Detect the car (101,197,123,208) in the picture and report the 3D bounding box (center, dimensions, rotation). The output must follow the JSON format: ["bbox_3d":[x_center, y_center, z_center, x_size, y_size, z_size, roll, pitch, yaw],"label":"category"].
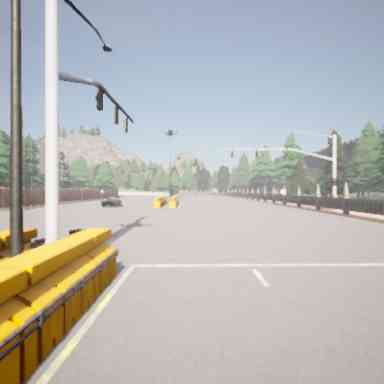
[{"bbox_3d":[-10.478,1.349,43.504,1.895,1.301,4.718,0,0,0],"label":"car"}]
